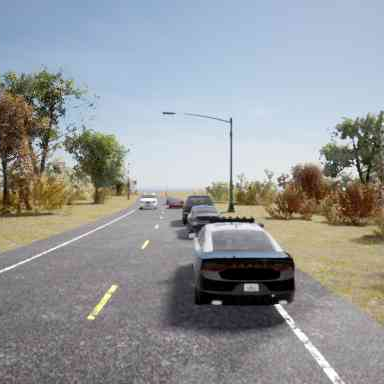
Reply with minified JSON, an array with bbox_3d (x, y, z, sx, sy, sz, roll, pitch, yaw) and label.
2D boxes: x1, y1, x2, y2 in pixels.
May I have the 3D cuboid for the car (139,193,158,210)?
[{"bbox_3d":[-5.462,1.197,42.153,2.150,2.045,5.566,0,0,-5],"label":"car"}]

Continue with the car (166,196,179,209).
[{"bbox_3d":[-2.163,1.536,45.509,1.994,1.385,4.181,0,0,-4],"label":"car"}]

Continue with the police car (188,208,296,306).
[{"bbox_3d":[0.961,1.422,8.253,1.930,1.638,5.238,0,0,-1],"label":"police car"}]

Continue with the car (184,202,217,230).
[{"bbox_3d":[0.668,1.497,18.194,1.837,1.490,4.892,0,0,-2],"label":"car"}]

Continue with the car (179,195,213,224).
[{"bbox_3d":[0.389,1.209,24.252,2.150,2.045,5.566,0,0,-3],"label":"car"}]
